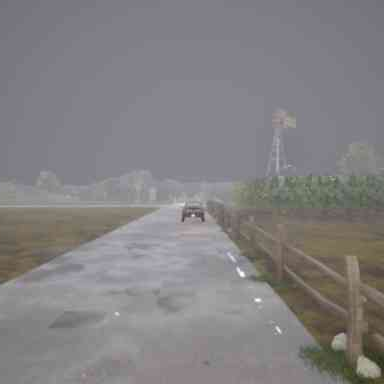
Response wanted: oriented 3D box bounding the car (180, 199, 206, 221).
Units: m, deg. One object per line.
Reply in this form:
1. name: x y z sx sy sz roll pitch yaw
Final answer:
1. car: 0.091 1.585 28.007 1.837 1.490 4.892 0 -1 0

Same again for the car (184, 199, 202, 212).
1. car: 0.079 1.664 41.645 2.128 1.511 4.902 0 0 0
